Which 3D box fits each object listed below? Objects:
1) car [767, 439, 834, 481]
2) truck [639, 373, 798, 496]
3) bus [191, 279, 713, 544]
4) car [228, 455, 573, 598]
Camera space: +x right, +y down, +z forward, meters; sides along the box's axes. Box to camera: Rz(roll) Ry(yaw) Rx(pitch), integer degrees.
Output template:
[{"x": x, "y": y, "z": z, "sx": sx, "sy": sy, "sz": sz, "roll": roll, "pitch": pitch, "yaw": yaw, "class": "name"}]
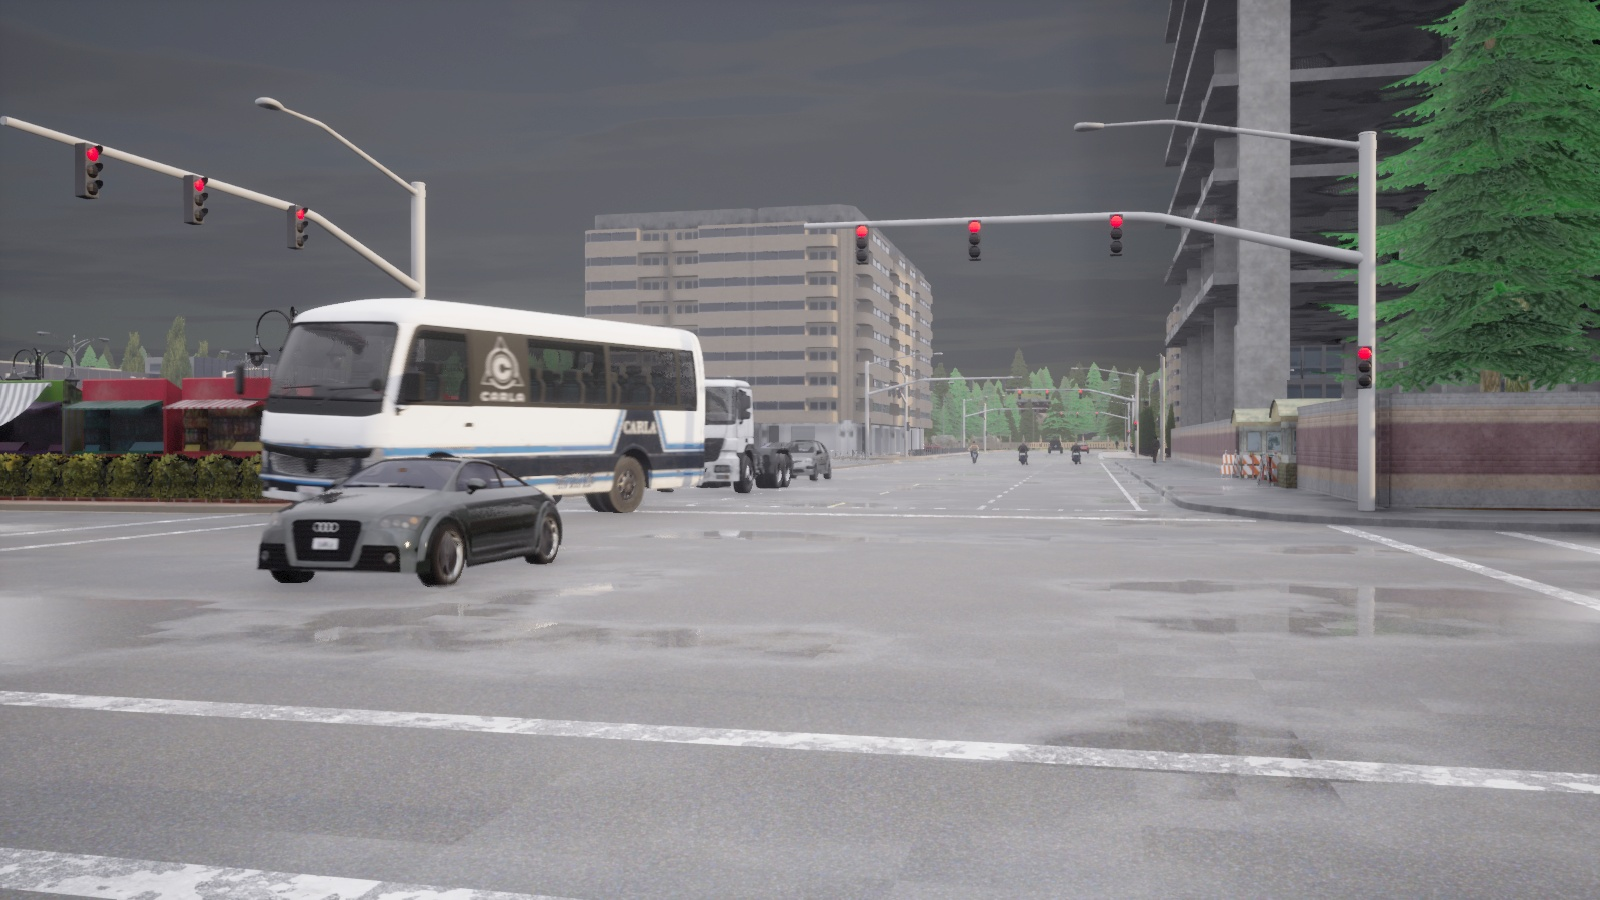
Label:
[{"x": 0.083, "y": 0.360, "z": 50.435, "sx": 1.851, "sy": 1.617, "sz": 3.988, "roll": 0, "pitch": 0, "yaw": 13, "class": "car"}, {"x": -2.354, "y": -0.461, "z": 39.669, "sx": 2.891, "sy": 3.462, "sz": 7.936, "roll": 0, "pitch": 0, "yaw": 13, "class": "truck"}, {"x": -6.383, "y": -0.758, "z": 25.569, "sx": 3.944, "sy": 4.253, "sz": 10.273, "roll": 3, "pitch": 2, "yaw": 31, "class": "bus"}, {"x": -4.424, "y": 0.766, "z": 14.691, "sx": 1.994, "sy": 1.385, "sz": 4.181, "roll": 0, "pitch": 0, "yaw": 13, "class": "car"}]
